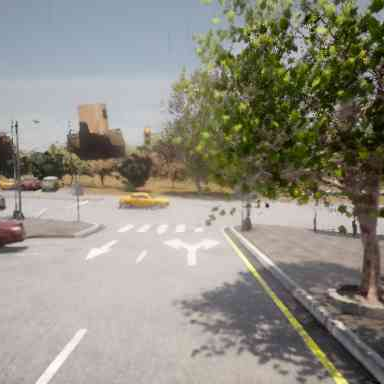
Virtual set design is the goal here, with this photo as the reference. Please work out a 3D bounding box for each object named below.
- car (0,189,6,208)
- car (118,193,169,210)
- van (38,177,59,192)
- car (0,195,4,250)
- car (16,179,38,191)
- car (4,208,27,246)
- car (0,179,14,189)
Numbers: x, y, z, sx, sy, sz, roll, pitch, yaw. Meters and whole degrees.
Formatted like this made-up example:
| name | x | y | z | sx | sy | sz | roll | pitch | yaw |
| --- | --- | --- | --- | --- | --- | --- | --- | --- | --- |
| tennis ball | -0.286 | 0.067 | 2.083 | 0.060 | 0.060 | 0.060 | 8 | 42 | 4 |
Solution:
| name | x | y | z | sx | sy | sz | roll | pitch | yaw |
| --- | --- | --- | --- | --- | --- | --- | --- | --- | --- |
| car | -17.820 | 0.962 | 29.127 | 2.163 | 1.488 | 4.792 | 0 | 6 | -15 |
| car | -4.741 | 0.861 | 32.991 | 5.008 | 1.535 | 1.882 | 1 | 5 | 4 |
| van | -20.331 | -1.120 | 47.753 | 1.878 | 1.987 | 4.442 | 1 | 5 | -14 |
| car | -8.775 | 1.237 | 9.321 | 5.566 | 2.045 | 2.435 | -1 | 0 | -19 |
| car | -23.301 | -1.145 | 48.147 | 2.185 | 1.767 | 4.553 | 0 | 5 | -13 |
| car | -8.720 | 1.528 | 12.354 | 4.674 | 1.452 | 2.002 | -1 | 0 | -19 |
| car | -26.295 | -1.162 | 48.696 | 1.946 | 1.575 | 5.366 | 0 | 5 | -13 |
